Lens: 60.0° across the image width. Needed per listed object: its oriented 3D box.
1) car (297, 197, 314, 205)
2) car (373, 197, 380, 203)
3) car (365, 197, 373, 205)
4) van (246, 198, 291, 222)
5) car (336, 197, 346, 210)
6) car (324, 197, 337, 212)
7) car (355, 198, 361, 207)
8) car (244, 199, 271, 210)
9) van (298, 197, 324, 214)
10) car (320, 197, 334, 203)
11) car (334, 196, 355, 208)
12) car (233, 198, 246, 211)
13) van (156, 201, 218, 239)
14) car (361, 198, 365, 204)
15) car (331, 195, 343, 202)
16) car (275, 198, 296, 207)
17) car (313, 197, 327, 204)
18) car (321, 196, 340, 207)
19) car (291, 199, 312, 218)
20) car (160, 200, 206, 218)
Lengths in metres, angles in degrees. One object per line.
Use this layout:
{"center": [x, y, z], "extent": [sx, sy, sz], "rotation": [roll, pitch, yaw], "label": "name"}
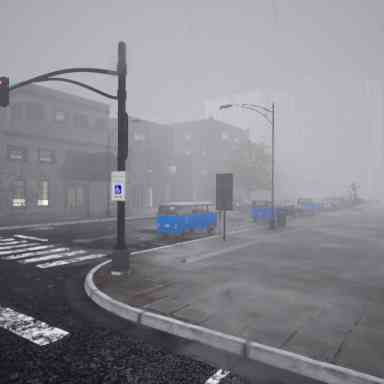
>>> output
{"center": [21.600, 1.705, 63.167], "extent": [1.887, 1.381, 4.507], "rotation": [0, 0, 35], "label": "car"}
{"center": [44.324, 1.899, 80.919], "extent": [1.947, 1.339, 4.313], "rotation": [0, 0, 35], "label": "car"}
{"center": [34.796, 1.809, 67.368], "extent": [1.887, 1.381, 4.507], "rotation": [0, 0, 35], "label": "car"}
{"center": [6.216, 1.436, 26.713], "extent": [1.690, 1.788, 3.998], "rotation": [0, 0, 35], "label": "van"}
{"center": [18.917, 1.729, 44.781], "extent": [1.947, 1.339, 4.313], "rotation": [0, 0, 35], "label": "car"}
{"center": [15.840, 1.671, 40.404], "extent": [1.752, 1.417, 4.829], "rotation": [0, 0, 35], "label": "car"}
{"center": [25.271, 1.516, 53.817], "extent": [2.192, 1.841, 5.009], "rotation": [0, 0, 35], "label": "car"}
{"center": [8.897, 1.628, 45.100], "extent": [1.887, 1.381, 4.507], "rotation": [0, 0, 35], "label": "car"}
{"center": [12.567, 1.468, 35.747], "extent": [1.690, 1.788, 3.998], "rotation": [0, 0, 35], "label": "van"}
{"center": [31.126, 1.791, 76.719], "extent": [1.947, 1.339, 4.313], "rotation": [0, 0, 35], "label": "car"}
{"center": [22.095, 1.497, 49.300], "extent": [2.192, 1.841, 5.009], "rotation": [0, 0, 35], "label": "car"}
{"center": [5.722, 1.506, 40.583], "extent": [1.967, 1.590, 4.097], "rotation": [0, 0, 35], "label": "car"}
{"center": [-0.136, 1.406, 17.679], "extent": [1.690, 1.788, 3.998], "rotation": [0, 0, 35], "label": "van"}
{"center": [28.543, 1.747, 58.473], "extent": [1.752, 1.417, 4.829], "rotation": [0, 0, 35], "label": "car"}
{"center": [37.478, 1.711, 85.753], "extent": [1.967, 1.590, 4.097], "rotation": [0, 0, 35], "label": "car"}
{"center": [15.248, 1.665, 54.133], "extent": [1.887, 1.381, 4.507], "rotation": [0, 0, 35], "label": "car"}
{"center": [27.853, 1.728, 72.062], "extent": [1.752, 1.417, 4.829], "rotation": [0, 0, 35], "label": "car"}
{"center": [22.943, 1.533, 55.002], "extent": [2.097, 1.767, 4.553], "rotation": [1, 0, 35], "label": "car"}
{"center": [9.390, 1.655, 31.230], "extent": [1.887, 1.381, 4.507], "rotation": [0, 0, 35], "label": "car"}
{"center": [-0.728, 1.558, 31.408], "extent": [1.752, 1.417, 4.829], "rotation": [0, 0, 35], "label": "car"}
